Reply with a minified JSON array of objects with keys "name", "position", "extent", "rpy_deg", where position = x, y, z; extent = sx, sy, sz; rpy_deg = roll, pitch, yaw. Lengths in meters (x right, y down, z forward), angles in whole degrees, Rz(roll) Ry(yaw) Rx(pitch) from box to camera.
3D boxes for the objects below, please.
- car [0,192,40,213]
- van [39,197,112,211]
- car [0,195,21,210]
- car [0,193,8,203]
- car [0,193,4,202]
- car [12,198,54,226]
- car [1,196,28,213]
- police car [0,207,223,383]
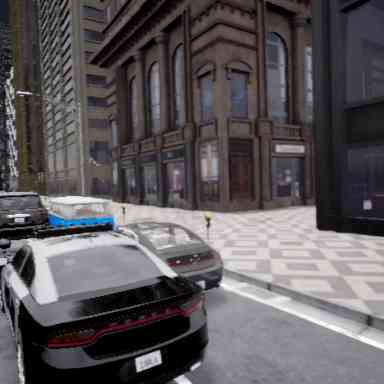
[{"name":"car","position":[-7.284,1.026,13.452],"extent":[2.150,2.045,5.566],"rpy_deg":[-3,2,-33]},{"name":"van","position":[-4.198,1.084,12.157],"extent":[1.690,1.788,3.998],"rpy_deg":[-3,2,-33]},{"name":"car","position":[-19.636,1.100,35.630],"extent":[1.802,1.307,4.206],"rpy_deg":[-3,2,-33]},{"name":"car","position":[-28.905,0.957,49.710],"extent":[1.947,1.339,4.313],"rpy_deg":[-3,2,-33]},{"name":"car","position":[-31.994,0.894,54.402],"extent":[1.887,1.381,4.507],"rpy_deg":[-3,2,-33]},{"name":"car","position":[-10.464,1.177,21.691],"extent":[1.752,1.417,4.829],"rpy_deg":[-3,2,-33]},{"name":"car","position":[-16.547,1.145,30.938],"extent":[1.802,1.307,4.206],"rpy_deg":[-3,2,-33]},{"name":"police car","position":[-1.823,1.307,5.172],"extent":[1.930,1.638,5.238],"rpy_deg":[-3,2,-33]}]
